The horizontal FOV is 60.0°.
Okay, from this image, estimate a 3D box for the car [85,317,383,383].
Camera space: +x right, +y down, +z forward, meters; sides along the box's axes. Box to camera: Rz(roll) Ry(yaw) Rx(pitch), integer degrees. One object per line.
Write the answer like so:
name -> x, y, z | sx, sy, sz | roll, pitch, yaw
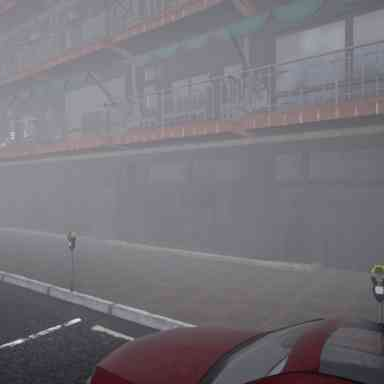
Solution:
car -> 0.999, 1.582, 2.162 | 4.206, 1.307, 1.802 | 0, 0, 35
